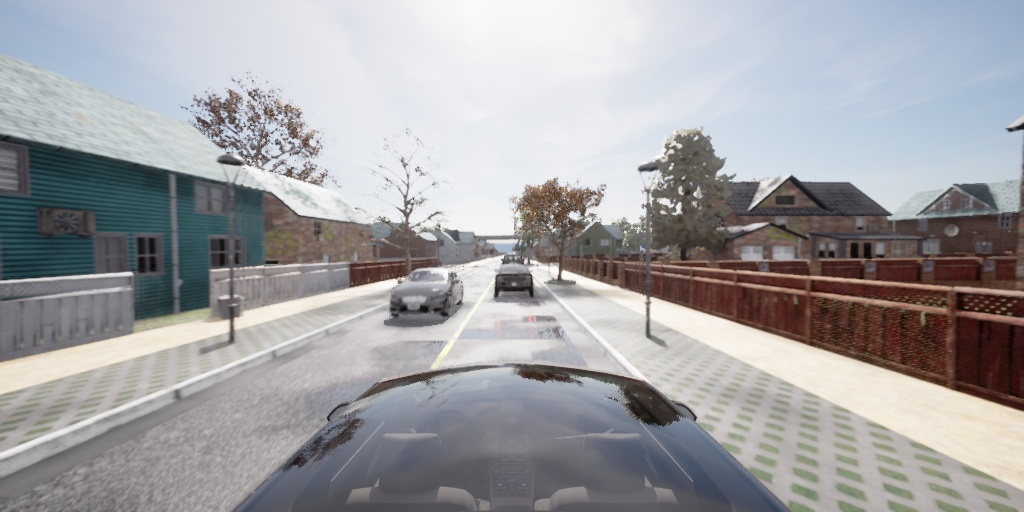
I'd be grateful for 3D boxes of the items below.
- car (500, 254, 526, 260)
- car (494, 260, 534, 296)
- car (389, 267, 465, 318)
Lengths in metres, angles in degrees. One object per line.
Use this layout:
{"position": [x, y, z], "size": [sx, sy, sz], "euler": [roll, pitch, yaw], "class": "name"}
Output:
{"position": [0.097, 0.799, 34.007], "size": [2.150, 2.045, 5.566], "euler": [0, 0, 0], "class": "car"}
{"position": [0.097, 1.138, 18.551], "size": [1.882, 1.535, 5.008], "euler": [0, -1, 0], "class": "car"}
{"position": [-2.851, 1.182, 12.844], "size": [2.128, 1.511, 4.902], "euler": [0, 0, 0], "class": "car"}
